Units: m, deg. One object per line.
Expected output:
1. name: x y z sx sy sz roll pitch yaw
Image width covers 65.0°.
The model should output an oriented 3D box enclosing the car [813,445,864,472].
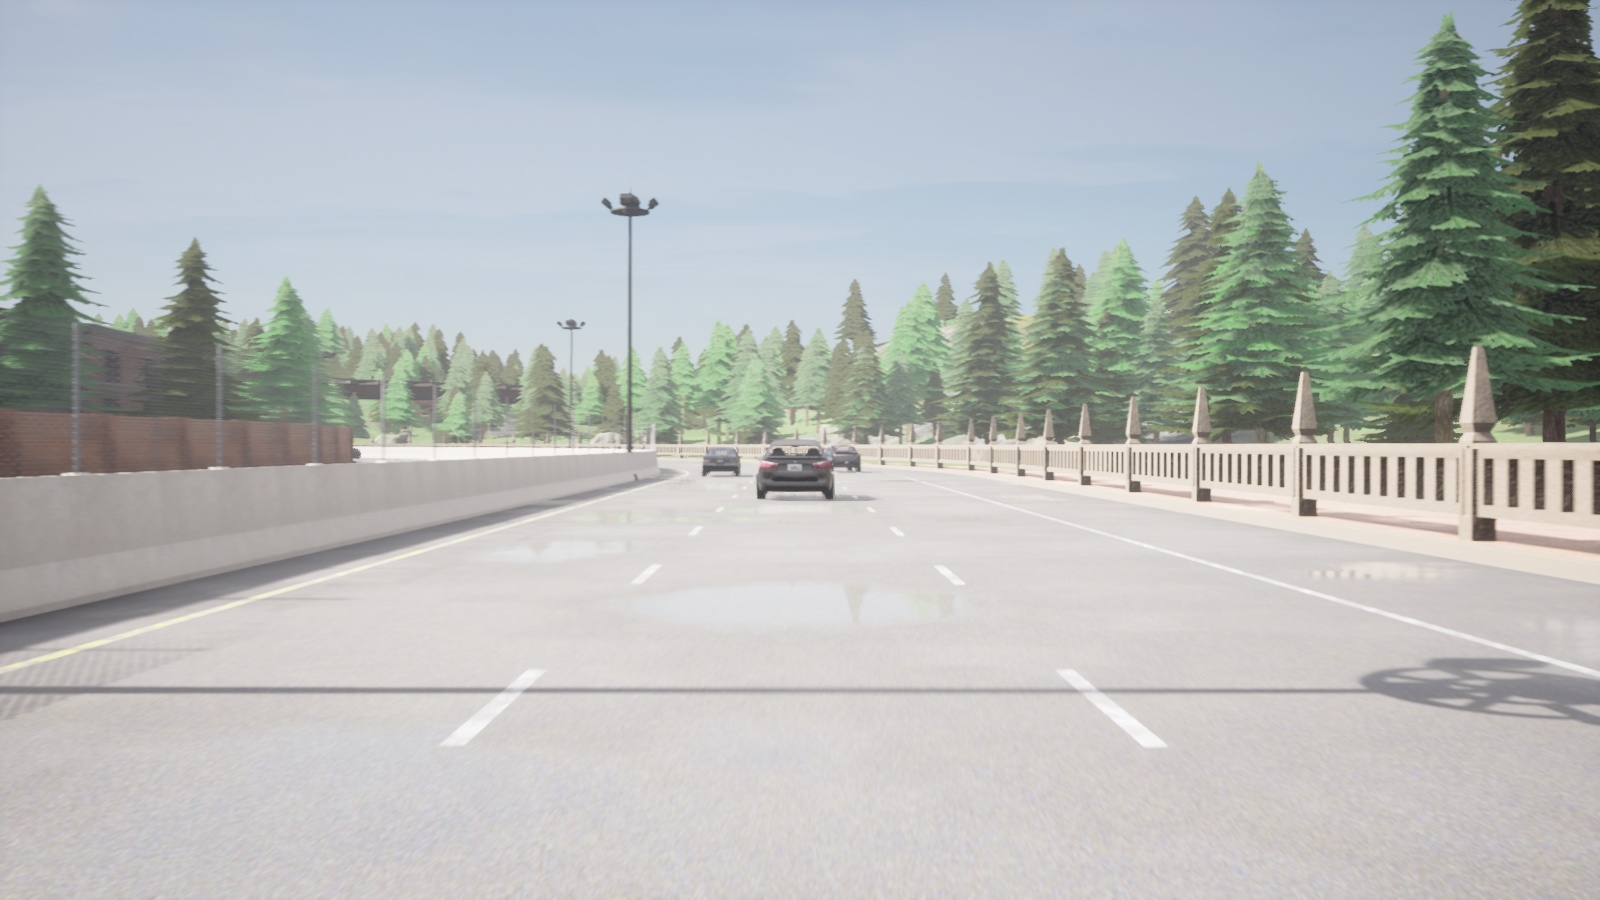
1. car: 2.128 0.463 71.717 2.128 1.511 4.902 0 0 -8

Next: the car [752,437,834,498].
1. car: -0.202 0.464 36.464 2.242 1.667 4.611 0 0 0

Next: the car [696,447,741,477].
1. car: -3.953 0.564 61.652 2.033 1.411 5.357 0 0 -2
